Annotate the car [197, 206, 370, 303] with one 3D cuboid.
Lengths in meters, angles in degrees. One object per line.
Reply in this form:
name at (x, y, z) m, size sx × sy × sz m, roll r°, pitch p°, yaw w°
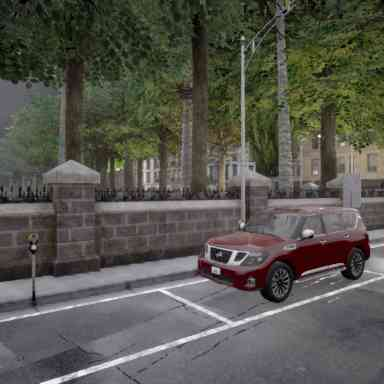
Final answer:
car at (2.532, 1.314, 8.398) m, size 5.009 × 1.841 × 2.192 m, roll 0°, pitch 0°, yaw -36°
